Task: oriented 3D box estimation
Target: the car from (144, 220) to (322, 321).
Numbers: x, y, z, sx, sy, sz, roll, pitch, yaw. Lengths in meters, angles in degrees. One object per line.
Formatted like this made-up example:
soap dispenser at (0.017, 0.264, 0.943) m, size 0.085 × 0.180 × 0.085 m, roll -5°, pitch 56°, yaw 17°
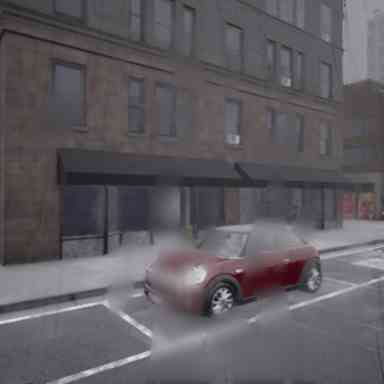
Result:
car at (0.990, 1.476, 7.295) m, size 4.097 × 1.590 × 1.967 m, roll 0°, pitch 0°, yaw -36°
